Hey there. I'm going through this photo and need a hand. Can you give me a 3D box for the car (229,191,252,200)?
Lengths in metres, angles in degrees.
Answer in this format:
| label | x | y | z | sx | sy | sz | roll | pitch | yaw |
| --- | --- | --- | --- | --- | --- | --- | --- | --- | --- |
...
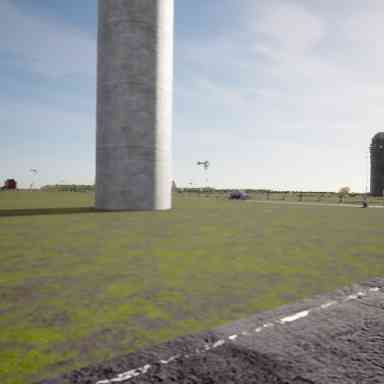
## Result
| label | x | y | z | sx | sy | sz | roll | pitch | yaw |
| --- | --- | --- | --- | --- | --- | --- | --- | --- | --- |
| car | 9.078 | 0.629 | 62.140 | 2.097 | 1.767 | 4.553 | 1 | 0 | -35 |
